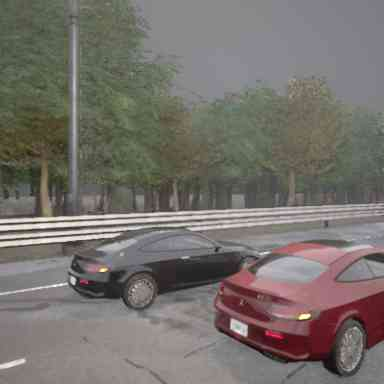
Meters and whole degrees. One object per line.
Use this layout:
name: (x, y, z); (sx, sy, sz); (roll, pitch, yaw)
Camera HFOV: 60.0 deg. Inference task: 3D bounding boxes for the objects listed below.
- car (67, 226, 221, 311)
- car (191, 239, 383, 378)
car: (-0.423, 1.526, 7.746); (4.674, 1.442, 1.812); (0, 0, -35)
car: (2.458, 1.527, 5.503); (4.674, 1.442, 1.812); (0, 0, -36)
